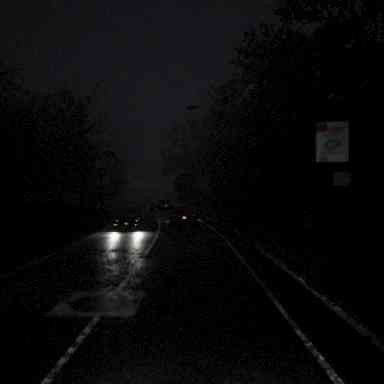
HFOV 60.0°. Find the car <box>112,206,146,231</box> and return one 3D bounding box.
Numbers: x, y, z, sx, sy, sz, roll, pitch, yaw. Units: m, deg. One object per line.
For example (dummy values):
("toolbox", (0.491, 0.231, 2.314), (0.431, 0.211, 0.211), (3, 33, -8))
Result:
("car", (-4.167, 1.715, 22.515), (1.837, 1.490, 4.892), (0, -1, -4))

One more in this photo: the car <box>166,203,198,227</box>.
("car", (-0.720, 1.765, 24.977), (1.994, 1.385, 4.181), (0, 0, -5))

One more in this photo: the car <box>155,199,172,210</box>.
("car", (-3.529, 1.511, 42.078), (1.994, 1.385, 4.181), (-1, 2, -13))
